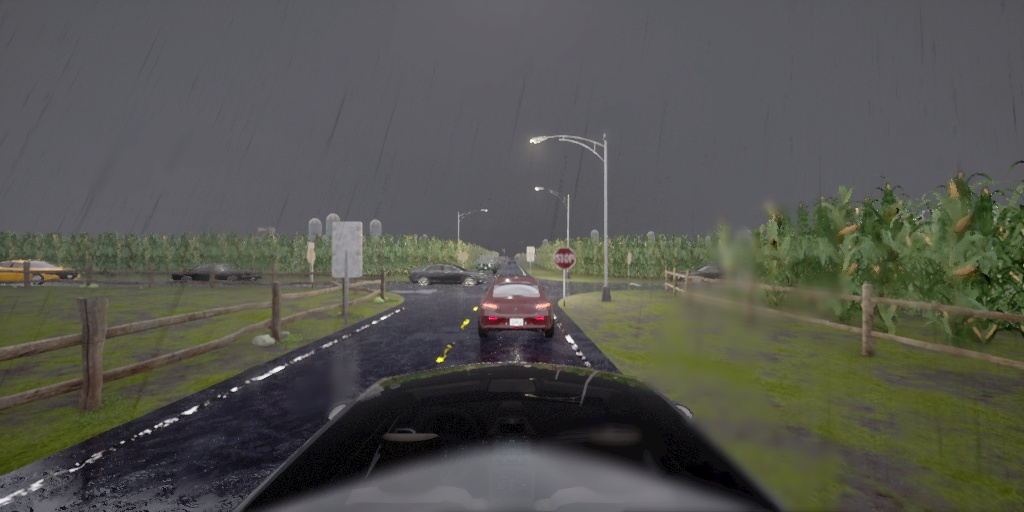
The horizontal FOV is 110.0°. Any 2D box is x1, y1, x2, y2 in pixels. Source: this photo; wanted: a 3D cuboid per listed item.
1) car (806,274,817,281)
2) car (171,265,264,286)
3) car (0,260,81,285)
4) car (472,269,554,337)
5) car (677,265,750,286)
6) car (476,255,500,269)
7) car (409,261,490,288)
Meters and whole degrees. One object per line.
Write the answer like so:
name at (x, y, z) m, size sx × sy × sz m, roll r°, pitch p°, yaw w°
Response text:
car at (24.476, 1.145, 25.755) m, size 5.566 × 2.045 × 2.150 m, roll 0°, pitch -1°, yaw 1°
car at (-18.914, 1.222, 23.240) m, size 4.718 × 1.301 × 1.895 m, roll 0°, pitch -1°, yaw 1°
car at (-31.279, 1.034, 23.370) m, size 5.008 × 1.535 × 1.882 m, roll 1°, pitch -1°, yaw 1°
car at (0.099, 1.272, 10.112) m, size 1.812 × 1.442 × 4.674 m, roll 0°, pitch 0°, yaw 0°
car at (14.457, 1.360, 25.854) m, size 4.892 × 1.490 × 1.837 m, roll 0°, pitch -1°, yaw 1°
car at (-2.839, 0.942, 41.138) m, size 2.150 × 2.045 × 5.566 m, roll 0°, pitch 0°, yaw 0°
car at (-4.103, 1.237, 23.082) m, size 4.892 × 1.490 × 1.837 m, roll 0°, pitch 0°, yaw 1°
